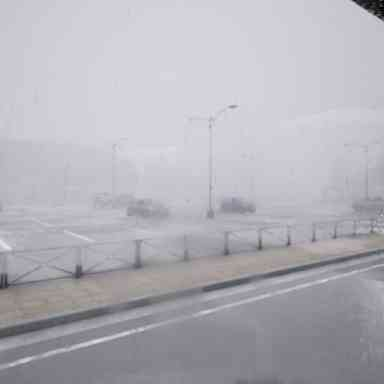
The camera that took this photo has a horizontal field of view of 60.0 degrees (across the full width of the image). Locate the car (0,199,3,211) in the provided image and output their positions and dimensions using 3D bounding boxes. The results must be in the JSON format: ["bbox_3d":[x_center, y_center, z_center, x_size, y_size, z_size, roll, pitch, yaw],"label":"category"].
[{"bbox_3d":[-21.742,1.147,35.731,2.152,1.636,5.027,0,0,-36],"label":"car"}]

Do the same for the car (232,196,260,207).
[{"bbox_3d":[7.820,1.318,48.265,1.970,1.475,3.806,0,0,-36],"label":"car"}]

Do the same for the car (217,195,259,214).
[{"bbox_3d":[4.532,1.276,32.333,1.845,1.501,3.633,0,0,-36],"label":"car"}]

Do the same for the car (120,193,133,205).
[{"bbox_3d":[-9.255,1.061,45.257,1.932,1.855,4.605,0,0,-36],"label":"car"}]

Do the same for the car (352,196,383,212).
[{"bbox_3d":[18.628,1.265,33.047,2.152,1.636,5.027,0,0,-36],"label":"car"}]

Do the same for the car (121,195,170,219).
[{"bbox_3d":[-3.594,1.274,26.516,2.007,1.523,4.514,0,0,-36],"label":"car"}]

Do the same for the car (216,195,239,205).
[{"bbox_3d":[5.891,1.302,56.026,1.845,1.501,3.633,0,0,-36],"label":"car"}]

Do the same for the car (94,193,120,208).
[{"bbox_3d":[-11.370,1.046,43.221,1.905,1.878,3.866,0,0,-36],"label":"car"}]
